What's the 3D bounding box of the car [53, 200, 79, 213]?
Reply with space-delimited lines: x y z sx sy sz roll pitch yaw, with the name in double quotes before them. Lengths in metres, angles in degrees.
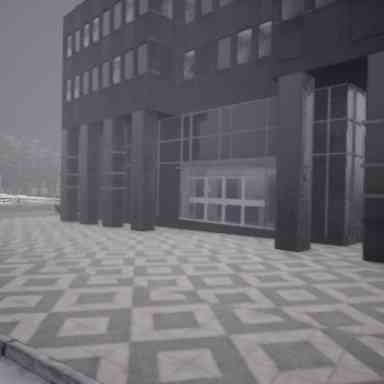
"car" -13.270 1.687 38.264 1.882 1.535 5.008 2 1 45
